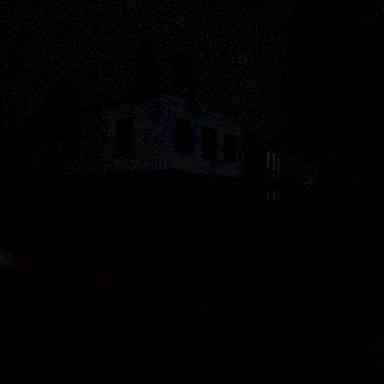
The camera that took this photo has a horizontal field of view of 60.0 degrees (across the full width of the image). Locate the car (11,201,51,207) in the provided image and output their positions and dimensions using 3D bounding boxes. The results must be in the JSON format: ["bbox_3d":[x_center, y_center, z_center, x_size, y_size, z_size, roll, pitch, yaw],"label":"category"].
[{"bbox_3d":[-14.698,1.528,29.171,2.033,1.411,5.357,0,0,29],"label":"car"}]
